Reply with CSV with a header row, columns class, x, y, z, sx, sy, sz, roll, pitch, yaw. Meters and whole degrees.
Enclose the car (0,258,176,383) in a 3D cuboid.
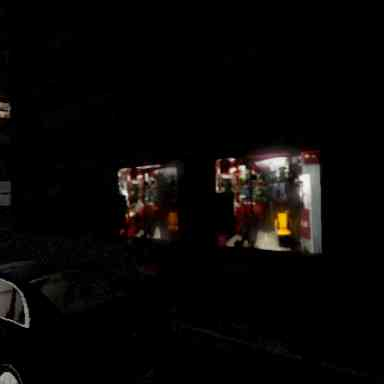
class,x,y,z,sx,sy,sz,roll,pitch,yaw
car,-2.233,1.588,4.480,4.403,1.369,2.008,-1,-1,35
